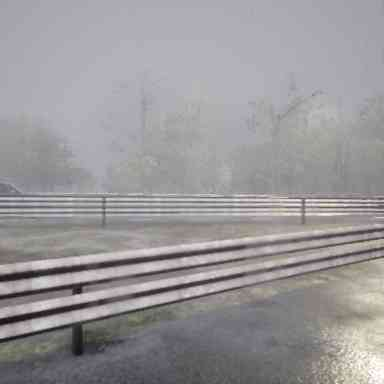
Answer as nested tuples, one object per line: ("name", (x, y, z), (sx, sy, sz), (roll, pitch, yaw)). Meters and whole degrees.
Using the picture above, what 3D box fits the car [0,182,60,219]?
("car", (-10.802, 0.441, 19.068), (5.566, 2.045, 2.150), (1, 0, -14))

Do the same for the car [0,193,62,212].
("car", (-12.467, 0.779, 25.867), (4.181, 1.385, 1.994), (1, 0, -14))

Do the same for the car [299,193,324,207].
("car", (11.888, 0.867, 28.252), (4.553, 1.767, 2.097), (1, 0, -14))

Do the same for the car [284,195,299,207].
("car", (11.124, 1.008, 31.670), (4.892, 1.490, 1.837), (1, 0, -14))

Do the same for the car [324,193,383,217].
("car", (12.699, 0.877, 24.848), (4.553, 1.767, 2.097), (1, 0, -14))
